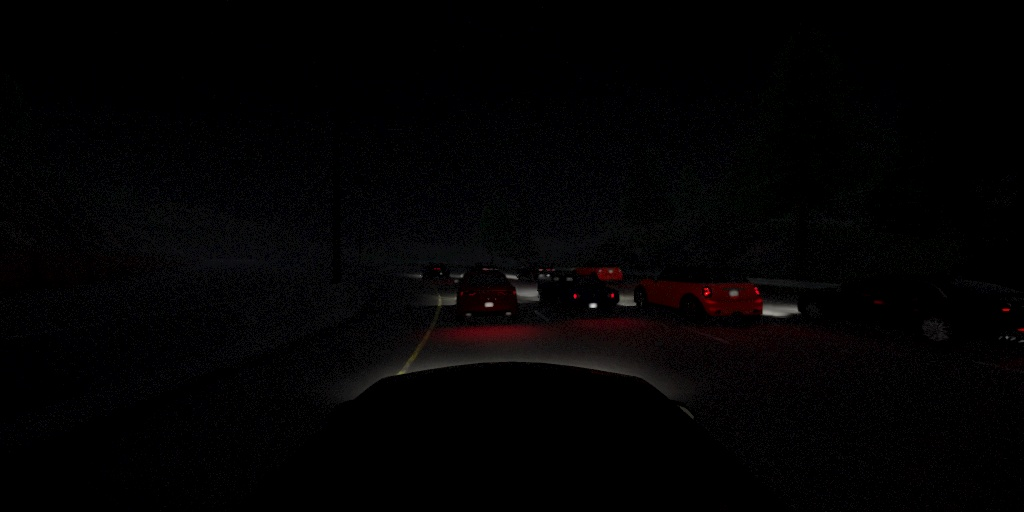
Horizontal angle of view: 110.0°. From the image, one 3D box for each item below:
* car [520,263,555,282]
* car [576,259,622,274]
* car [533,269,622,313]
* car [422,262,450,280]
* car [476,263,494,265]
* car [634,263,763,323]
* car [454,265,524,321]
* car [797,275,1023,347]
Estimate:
[{"bbox_3d":[1.950,1.290,29.504,2.128,1.511,4.902,0,0,-19],"label":"car"},{"bbox_3d":[6.353,1.122,27.194,2.097,1.767,4.553,0,0,-16],"label":"car"},{"bbox_3d":[2.353,1.365,14.098,1.895,1.301,4.718,0,0,-9],"label":"car"},{"bbox_3d":[-7.154,1.348,33.494,2.128,1.511,4.902,0,0,-24],"label":"car"},{"bbox_3d":[-2.528,1.319,31.529,2.128,1.511,4.902,0,0,-21],"label":"car"},{"bbox_3d":[6.061,1.092,12.340,2.097,1.767,4.553,0,0,-7],"label":"car"},{"bbox_3d":[-1.015,1.257,12.753,1.882,1.535,5.008,0,0,-8],"label":"car"},{"bbox_3d":[9.954,1.217,9.205,1.837,1.490,4.892,0,0,-5],"label":"car"}]
